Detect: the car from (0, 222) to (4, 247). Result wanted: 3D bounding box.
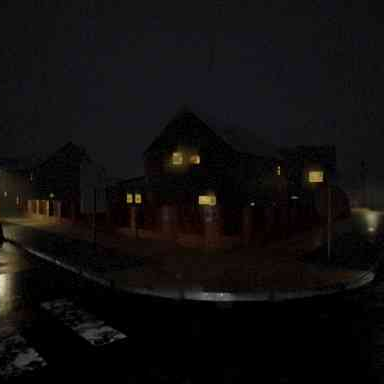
[{"bbox_3d":[-9.546,1.355,13.804,2.097,1.767,4.553,-1,1,-45],"label":"car"}]
